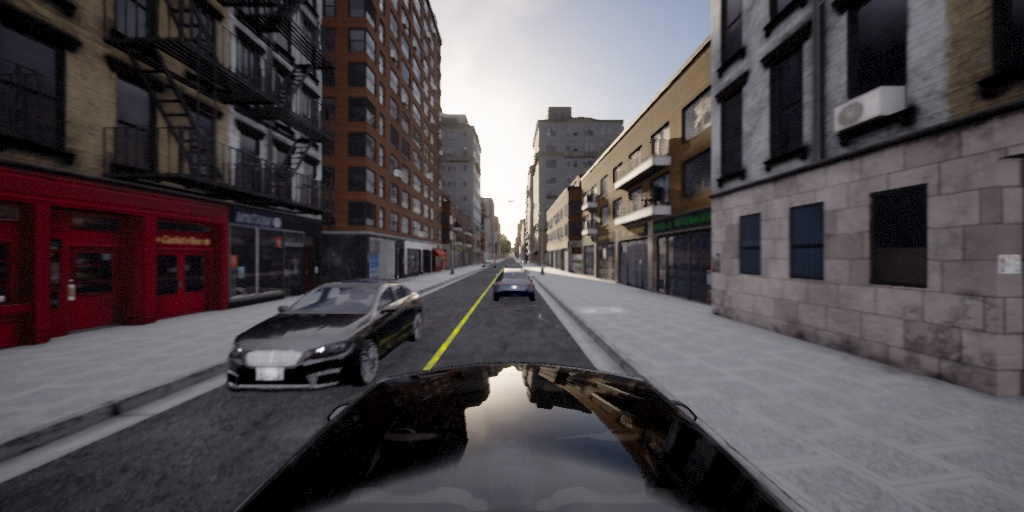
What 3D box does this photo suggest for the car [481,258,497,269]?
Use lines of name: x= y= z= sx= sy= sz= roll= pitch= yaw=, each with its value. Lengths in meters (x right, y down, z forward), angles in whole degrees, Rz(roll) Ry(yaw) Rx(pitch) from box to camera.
car: x=-2.997 y=1.004 z=47.609 sx=1.812 sy=1.442 sz=4.674 roll=0 pitch=0 yaw=0

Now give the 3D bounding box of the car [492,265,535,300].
car: x=0.102 y=1.353 z=17.901 sx=1.994 sy=1.385 sz=4.181 roll=0 pitch=0 yaw=0

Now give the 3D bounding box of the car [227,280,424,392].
car: x=-3.101 y=1.255 z=7.044 sx=2.128 sy=1.511 sz=4.902 roll=0 pitch=0 yaw=0
